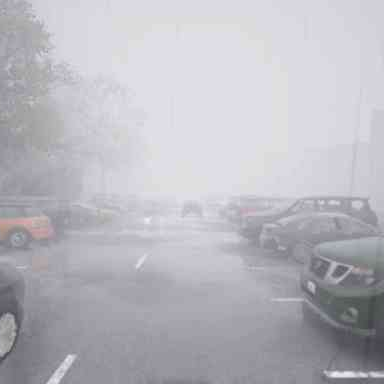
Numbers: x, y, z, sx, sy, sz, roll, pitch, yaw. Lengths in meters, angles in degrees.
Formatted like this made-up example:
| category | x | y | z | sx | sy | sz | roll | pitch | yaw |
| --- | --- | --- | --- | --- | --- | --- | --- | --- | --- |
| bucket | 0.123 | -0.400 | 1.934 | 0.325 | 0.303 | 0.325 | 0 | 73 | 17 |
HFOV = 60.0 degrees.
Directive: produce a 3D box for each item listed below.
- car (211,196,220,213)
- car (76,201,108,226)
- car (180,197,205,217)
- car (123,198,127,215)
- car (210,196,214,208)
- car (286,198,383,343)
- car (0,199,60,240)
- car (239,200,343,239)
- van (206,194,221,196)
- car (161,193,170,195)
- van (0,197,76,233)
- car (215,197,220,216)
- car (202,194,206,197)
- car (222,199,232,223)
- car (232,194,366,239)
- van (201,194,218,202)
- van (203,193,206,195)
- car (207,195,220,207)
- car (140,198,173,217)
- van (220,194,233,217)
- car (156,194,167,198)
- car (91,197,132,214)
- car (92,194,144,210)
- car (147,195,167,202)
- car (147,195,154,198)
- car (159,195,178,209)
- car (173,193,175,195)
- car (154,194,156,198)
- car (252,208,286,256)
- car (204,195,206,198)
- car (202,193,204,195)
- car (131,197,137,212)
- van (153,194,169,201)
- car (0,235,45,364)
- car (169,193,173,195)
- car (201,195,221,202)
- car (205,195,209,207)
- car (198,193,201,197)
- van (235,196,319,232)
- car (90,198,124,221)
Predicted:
| category | x | y | z | sx | sy | sz | roll | pitch | yaw |
| --- | --- | --- | --- | --- | --- | --- | --- | --- | --- |
| car | 4.731 | 1.472 | 33.490 | 4.892 | 1.521 | 2.231 | 0 | 0 | 0 |
| car | -8.335 | 1.492 | 22.172 | 4.674 | 1.452 | 2.002 | 0 | 0 | 0 |
| car | -0.001 | 1.491 | 30.522 | 1.837 | 1.490 | 4.892 | 0 | 0 | 0 |
| car | -8.339 | 1.461 | 27.744 | 5.008 | 1.535 | 2.097 | 0 | 0 | 0 |
| car | 4.751 | 1.507 | 36.288 | 4.792 | 1.488 | 2.163 | 0 | 0 | 0 |
| car | 4.719 | 1.204 | 5.454 | 5.566 | 2.045 | 2.435 | 0 | 0 | 0 |
| car | -8.300 | 1.317 | 13.820 | 4.553 | 1.767 | 2.185 | 0 | 0 | 0 |
| car | 4.779 | 1.319 | 16.665 | 4.553 | 1.767 | 2.185 | 0 | 0 | 0 |
| van | 4.818 | 1.308 | 50.303 | 4.442 | 1.987 | 1.878 | 0 | 0 | 0 |
| car | -8.231 | 1.649 | 75.114 | 5.366 | 1.575 | 1.946 | 0 | 0 | 0 |
| van | -8.449 | 1.218 | 16.601 | 4.442 | 1.987 | 1.878 | 0 | 0 | 0 |
| car | 4.740 | 1.462 | 27.879 | 5.008 | 1.535 | 2.097 | 0 | 0 | 0 |
| car | 4.693 | 1.574 | 58.712 | 5.008 | 1.535 | 2.097 | 0 | 0 | 0 |
| car | 4.748 | 1.454 | 22.273 | 4.892 | 1.521 | 2.231 | 0 | 0 | 0 |
| car | 4.720 | 1.192 | 13.864 | 5.566 | 2.045 | 2.435 | 0 | 0 | 0 |
| van | 4.529 | 1.482 | 86.745 | 4.442 | 1.987 | 1.878 | 0 | 0 | 0 |
| van | 4.800 | 1.362 | 61.516 | 4.442 | 1.987 | 1.878 | 0 | 0 | 0 |
| car | 4.719 | 1.495 | 41.896 | 5.008 | 1.535 | 2.097 | 0 | 0 | 0 |
| car | -3.281 | 1.535 | 31.399 | 2.033 | 1.411 | 5.357 | 0 | 0 | 0 |
| van | 4.622 | 1.232 | 25.076 | 4.442 | 1.987 | 1.878 | 0 | 0 | 0 |
| car | -8.418 | 1.640 | 72.337 | 4.892 | 1.521 | 2.231 | 0 | 0 | 0 |
| car | -8.319 | 1.495 | 30.529 | 4.792 | 1.488 | 2.163 | 0 | 0 | 0 |
| car | -8.329 | 1.225 | 36.098 | 5.566 | 2.045 | 2.435 | 0 | 0 | 0 |
| car | -8.456 | 1.553 | 80.664 | 4.553 | 1.767 | 2.185 | 0 | 0 | 0 |
| car | -8.341 | 1.254 | 44.453 | 5.566 | 2.045 | 2.435 | 0 | 0 | 0 |
| car | -3.290 | 1.570 | 47.194 | 1.812 | 1.442 | 4.674 | 0 | 0 | 0 |
| car | -8.474 | 1.493 | 94.544 | 5.566 | 2.045 | 2.435 | 0 | 0 | 0 |
| car | -8.346 | 1.267 | 47.115 | 5.566 | 2.045 | 2.435 | 0 | 0 | 0 |
| car | 4.743 | 1.444 | 11.059 | 4.892 | 1.521 | 2.231 | 0 | 0 | 0 |
| car | 4.726 | 1.577 | 53.105 | 4.792 | 1.488 | 2.163 | 0 | 0 | 0 |
| car | 4.648 | 1.475 | 64.319 | 4.553 | 1.767 | 2.185 | 0 | 0 | 0 |
| car | -8.382 | 1.500 | 33.314 | 4.792 | 1.488 | 2.163 | 0 | 0 | 0 |
| van | -8.558 | 1.506 | 91.768 | 4.442 | 1.987 | 1.878 | 0 | 0 | 0 |
| car | -3.349 | 1.488 | 2.968 | 1.837 | 1.490 | 4.892 | 0 | 0 | 0 |
| car | -8.462 | 1.454 | 86.217 | 5.566 | 2.045 | 2.435 | 0 | 0 | 0 |
| car | 4.623 | 1.555 | 81.139 | 4.553 | 1.767 | 2.185 | 0 | 0 | 0 |
| car | 4.676 | 1.550 | 47.499 | 4.792 | 1.488 | 2.163 | 0 | 0 | 0 |
| car | 4.695 | 1.390 | 72.729 | 5.566 | 2.045 | 2.435 | 0 | 0 | 0 |
| van | 4.861 | 1.223 | 19.469 | 4.442 | 1.987 | 1.878 | 0 | 0 | 0 |
| car | -8.155 | 1.454 | 24.958 | 5.366 | 1.575 | 1.946 | 0 | 0 | 0 |
